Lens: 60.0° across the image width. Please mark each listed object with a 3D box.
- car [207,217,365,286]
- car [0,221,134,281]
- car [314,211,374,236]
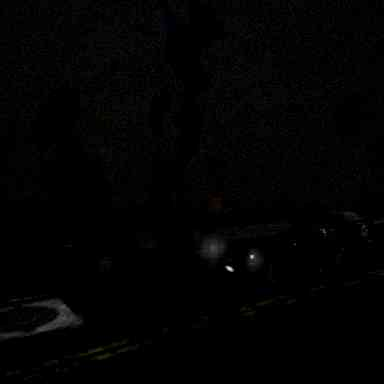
[{"bbox_3d":[2.754,1.614,9.604,4.718,1.301,1.895,0,0,-35],"label":"car"},{"bbox_3d":[-3.849,1.530,8.911,4.674,1.442,1.812,0,0,-35],"label":"car"},{"bbox_3d":[7.049,1.625,16.669,4.718,1.301,1.895,0,0,-35],"label":"car"}]
